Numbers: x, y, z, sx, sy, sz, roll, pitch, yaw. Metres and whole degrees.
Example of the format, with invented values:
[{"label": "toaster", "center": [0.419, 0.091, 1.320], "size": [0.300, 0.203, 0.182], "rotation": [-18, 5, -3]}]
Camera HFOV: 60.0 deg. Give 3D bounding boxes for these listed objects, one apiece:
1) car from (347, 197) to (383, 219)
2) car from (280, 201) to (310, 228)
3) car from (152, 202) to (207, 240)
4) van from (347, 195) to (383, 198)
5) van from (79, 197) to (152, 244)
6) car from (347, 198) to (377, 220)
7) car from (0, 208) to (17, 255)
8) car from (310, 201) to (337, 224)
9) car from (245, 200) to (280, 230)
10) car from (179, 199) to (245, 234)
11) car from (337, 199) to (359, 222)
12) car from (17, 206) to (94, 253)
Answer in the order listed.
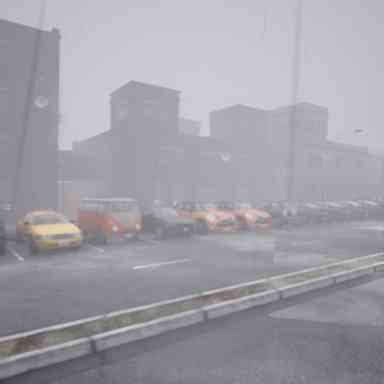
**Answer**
[{"label": "car", "center": [13.993, 1.474, 28.543], "size": [2.231, 1.521, 4.892], "rotation": [0, 0, -36]}, {"label": "car", "center": [5.033, 1.336, 22.116], "size": [2.185, 1.767, 4.553], "rotation": [0, 0, -36]}, {"label": "car", "center": [-1.720, 1.465, 17.339], "size": [2.097, 1.535, 5.008], "rotation": [0, 0, -36]}, {"label": "van", "center": [16.403, 1.253, 30.126], "size": [1.878, 1.987, 4.442], "rotation": [0, 0, -35]}, {"label": "van", "center": [-3.894, 1.242, 15.637], "size": [1.878, 1.987, 4.442], "rotation": [0, 0, -36]}, {"label": "car", "center": [11.750, 1.470, 26.942], "size": [2.231, 1.521, 4.892], "rotation": [0, 0, -36]}, {"label": "car", "center": [-8.467, 1.224, 12.551], "size": [2.435, 2.045, 5.566], "rotation": [0, 0, -36]}, {"label": "car", "center": [7.262, 1.465, 23.737], "size": [2.231, 1.521, 4.892], "rotation": [0, 0, -36]}, {"label": "car", "center": [2.752, 1.337, 20.564], "size": [2.185, 1.767, 4.553], "rotation": [0, 0, -36]}, {"label": "car", "center": [0.509, 1.337, 18.962], "size": [2.185, 1.767, 4.553], "rotation": [0, 0, -36]}, {"label": "car", "center": [9.507, 1.466, 25.340], "size": [2.231, 1.521, 4.892], "rotation": [0, 0, -36]}, {"label": "car", "center": [-6.098, 1.469, 13.980], "size": [1.946, 1.575, 5.366], "rotation": [0, 0, -36]}]
